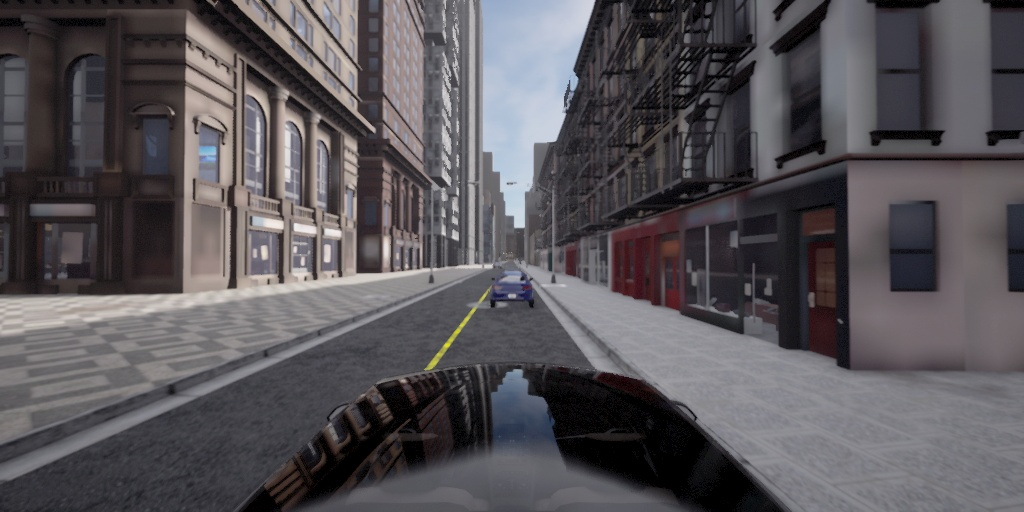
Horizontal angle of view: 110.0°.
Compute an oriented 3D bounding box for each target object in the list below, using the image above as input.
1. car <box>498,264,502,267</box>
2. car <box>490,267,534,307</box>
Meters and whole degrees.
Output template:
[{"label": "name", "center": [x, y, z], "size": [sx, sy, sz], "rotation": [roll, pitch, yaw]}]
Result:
[{"label": "car", "center": [0.012, 1.610, 30.959], "size": [1.895, 1.301, 4.718], "rotation": [0, 0, 0]}, {"label": "car", "center": [0.011, 1.407, 16.225], "size": [1.812, 1.442, 4.674], "rotation": [0, 0, 0]}]
